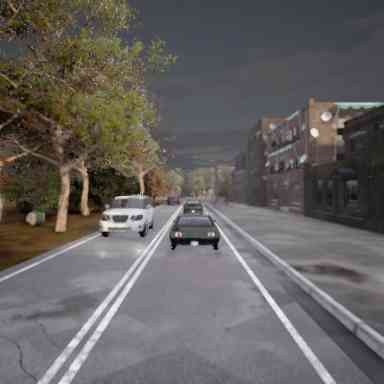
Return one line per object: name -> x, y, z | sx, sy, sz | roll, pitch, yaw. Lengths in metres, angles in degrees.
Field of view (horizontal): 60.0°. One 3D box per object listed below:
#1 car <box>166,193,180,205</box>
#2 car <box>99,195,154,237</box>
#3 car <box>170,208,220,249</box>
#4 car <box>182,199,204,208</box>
car -> -3.315, 1.204, 59.532 | 2.150, 2.045, 5.566 | 0, 0, 0
car -> -3.351, 1.215, 18.182 | 2.150, 2.045, 5.566 | 0, 0, 0
car -> 0.100, 1.596, 14.458 | 1.895, 1.301, 4.718 | 0, 0, 0
car -> 0.099, 1.485, 32.320 | 1.837, 1.490, 4.892 | 0, 0, 0
